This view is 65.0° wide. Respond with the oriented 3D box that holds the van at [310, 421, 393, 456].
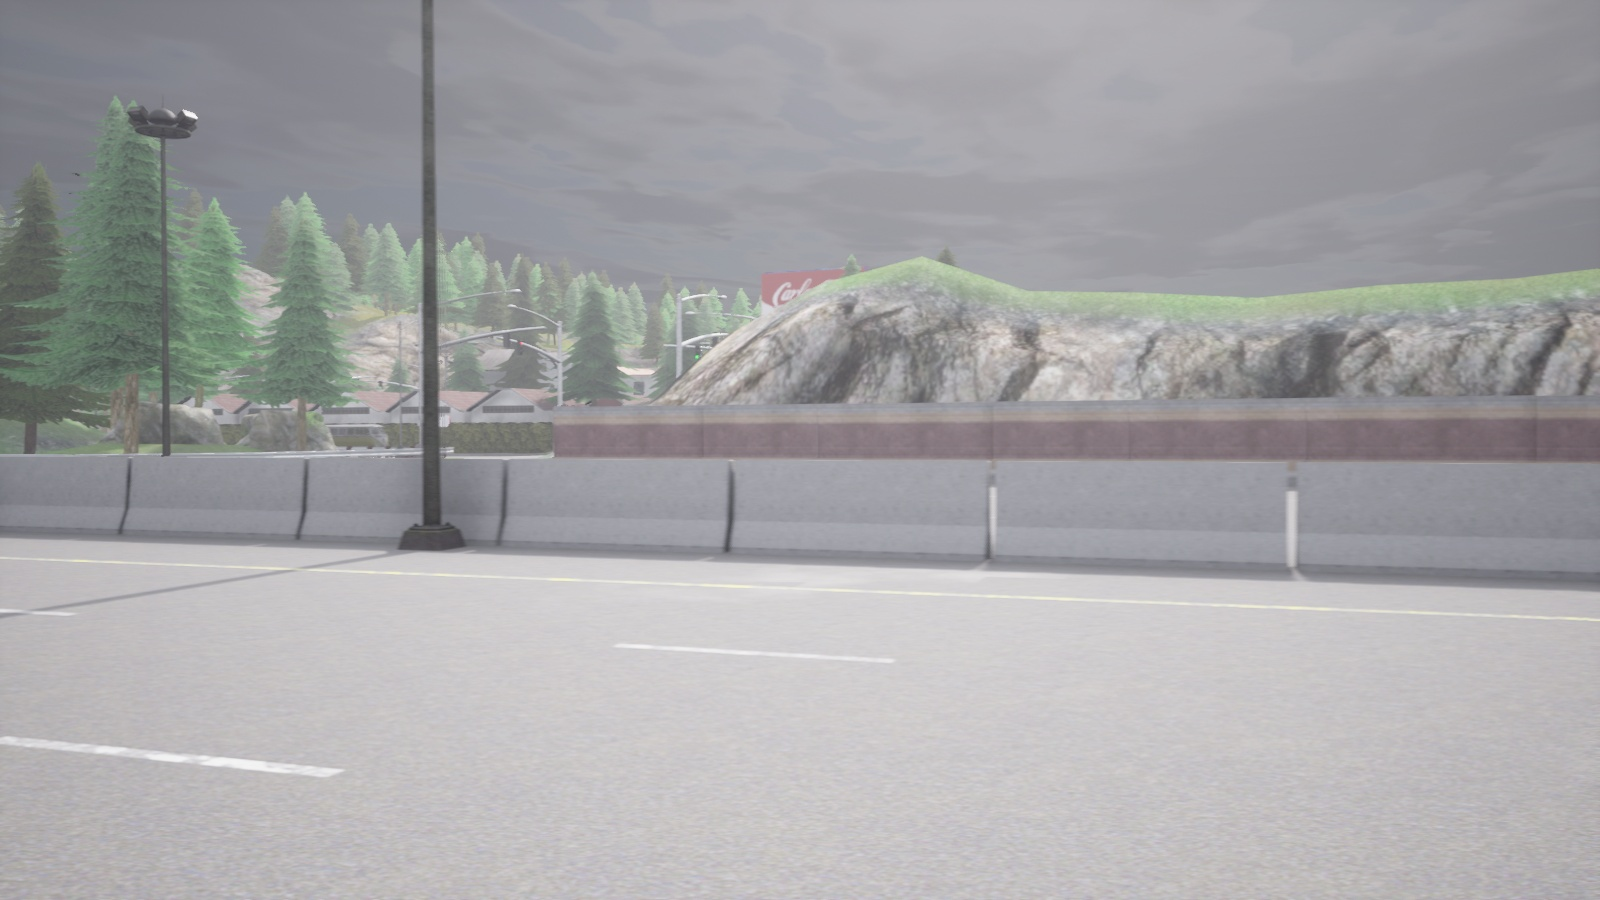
[{"bbox_3d":[-26.203,-0.699,73.383,4.442,1.987,1.775,1,1,19],"label":"van"}]
